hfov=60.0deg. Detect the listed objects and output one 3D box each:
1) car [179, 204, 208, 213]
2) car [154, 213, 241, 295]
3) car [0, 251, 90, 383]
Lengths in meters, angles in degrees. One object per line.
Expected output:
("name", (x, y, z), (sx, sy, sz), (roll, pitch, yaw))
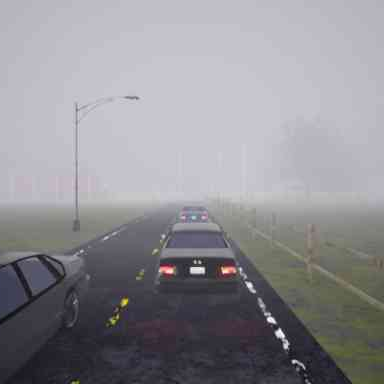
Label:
("car", (0.102, 1.510, 21.492), (2.033, 1.411, 5.357), (0, 0, 0))
("car", (0.100, 1.529, 8.825), (2.033, 1.411, 5.357), (0, 0, 0))
("car", (-2.850, 1.538, 4.089), (2.033, 1.411, 5.357), (0, 0, 0))
